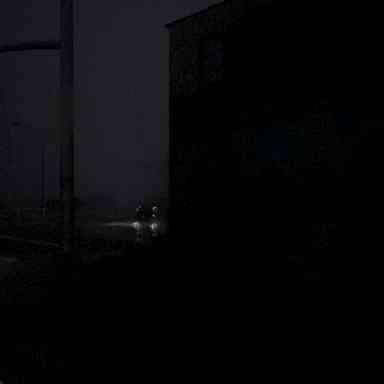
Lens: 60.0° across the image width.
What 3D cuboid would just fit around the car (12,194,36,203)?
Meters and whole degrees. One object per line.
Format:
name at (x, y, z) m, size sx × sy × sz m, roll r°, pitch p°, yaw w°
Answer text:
car at (-30.994, 1.334, 61.401) m, size 1.845 × 1.501 × 3.633 m, roll 0°, pitch 0°, yaw 35°

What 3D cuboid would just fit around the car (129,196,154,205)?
car at (-8.266, 1.375, 54.664) m, size 1.970 × 1.475 × 3.806 m, roll 0°, pitch 0°, yaw 35°

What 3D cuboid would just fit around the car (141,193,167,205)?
car at (-5.915, 1.091, 52.234) m, size 1.905 × 1.878 × 3.866 m, roll 0°, pitch 0°, yaw 35°

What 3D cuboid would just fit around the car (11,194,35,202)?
car at (-38.758, 1.353, 76.311) m, size 2.007 × 1.523 × 4.514 m, roll 0°, pitch 0°, yaw 35°

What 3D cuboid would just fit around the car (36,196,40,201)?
car at (-22.886, 1.312, 55.559) m, size 2.007 × 1.523 × 4.514 m, roll 0°, pitch 0°, yaw 35°

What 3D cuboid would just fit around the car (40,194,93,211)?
car at (-13.332, 1.313, 35.560) m, size 2.007 × 1.523 × 4.514 m, roll 0°, pitch 0°, yaw 35°

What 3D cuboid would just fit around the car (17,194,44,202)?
car at (-36.174, 1.344, 74.530) m, size 2.152 × 1.636 × 5.027 m, roll 0°, pitch 0°, yaw 35°

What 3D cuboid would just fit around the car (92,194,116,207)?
car at (-13.163, 1.112, 47.741) m, size 1.932 × 1.855 × 4.605 m, roll 0°, pitch 0°, yaw 35°

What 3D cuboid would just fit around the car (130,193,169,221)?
car at (-2.092, 1.175, 24.939) m, size 2.097 × 1.767 × 4.553 m, roll 0°, pitch 0°, yaw 36°

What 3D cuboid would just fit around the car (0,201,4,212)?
car at (-20.409, 1.247, 31.952) m, size 1.970 × 1.475 × 3.806 m, roll 0°, pitch 0°, yaw 35°
